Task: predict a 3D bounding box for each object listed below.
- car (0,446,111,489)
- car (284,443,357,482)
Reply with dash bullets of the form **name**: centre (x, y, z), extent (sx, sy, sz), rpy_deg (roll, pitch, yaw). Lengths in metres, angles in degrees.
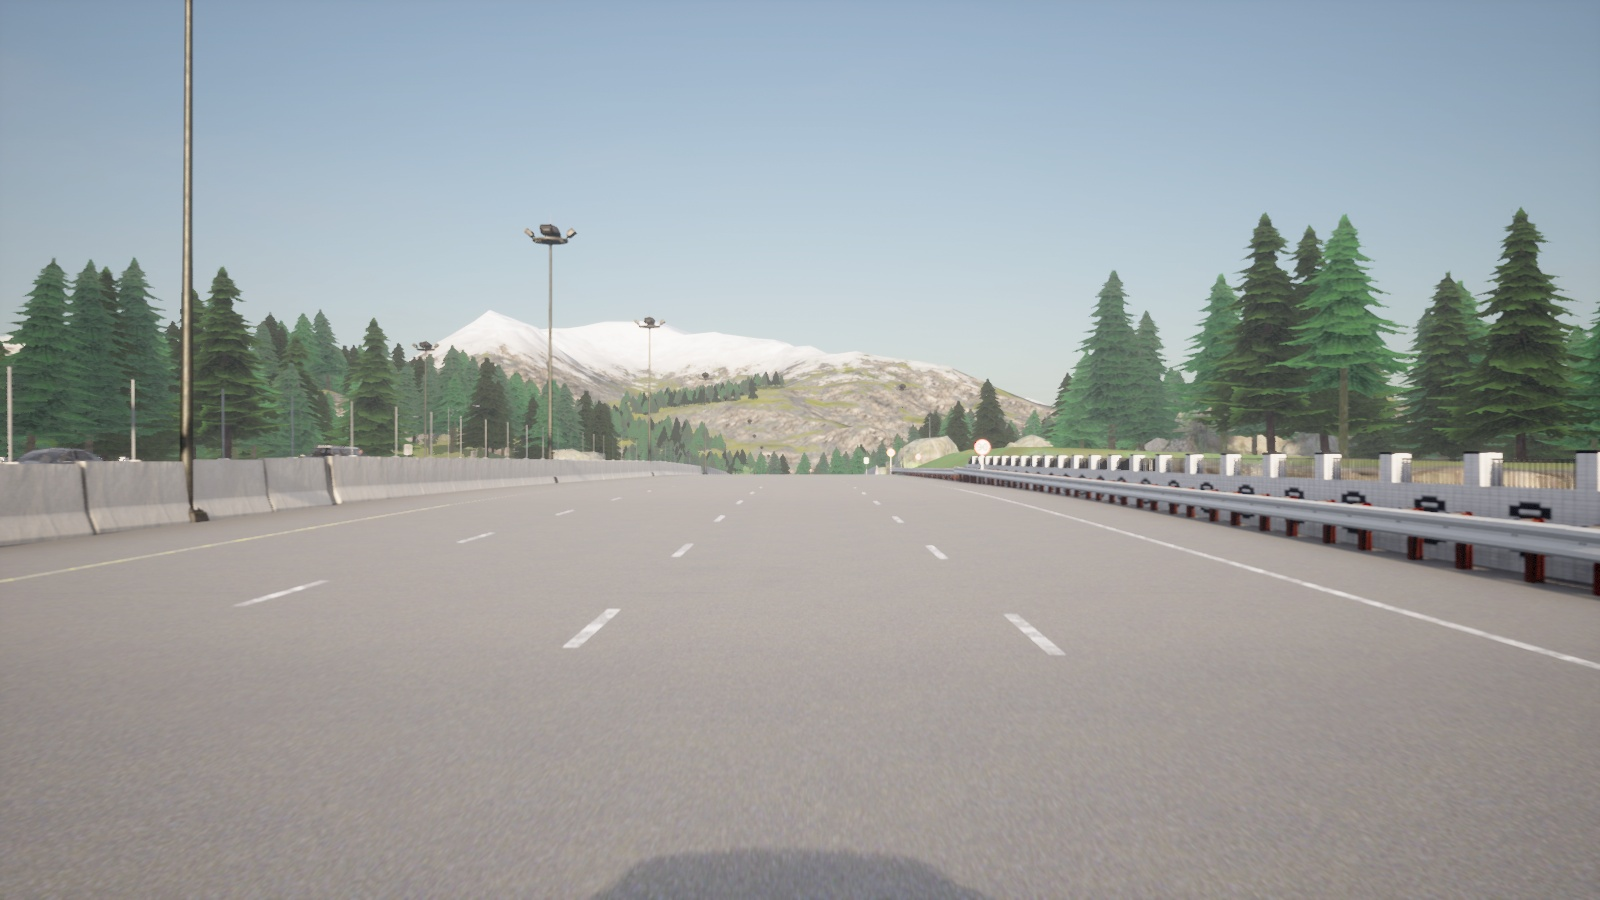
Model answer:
- **car**: centre (-27.721, 0.636, 46.353), extent (1.837, 1.490, 4.892), rpy_deg (0, -1, 0)
- **car**: centre (-24.116, 0.640, 63.375), extent (1.932, 1.855, 4.605), rpy_deg (0, -1, 0)
